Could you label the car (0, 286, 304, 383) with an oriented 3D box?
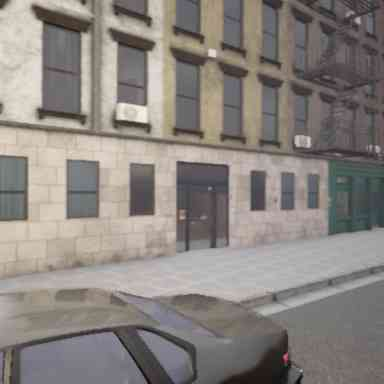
[{"bbox_3d":[-1.505,1.548,2.306,5.357,1.411,2.033,0,0,-36],"label":"car"}]
